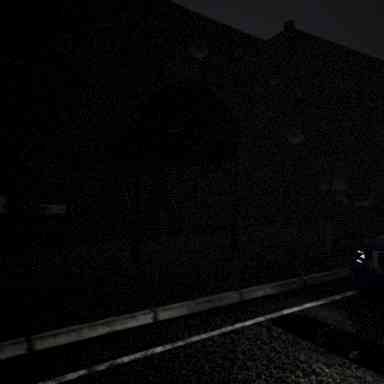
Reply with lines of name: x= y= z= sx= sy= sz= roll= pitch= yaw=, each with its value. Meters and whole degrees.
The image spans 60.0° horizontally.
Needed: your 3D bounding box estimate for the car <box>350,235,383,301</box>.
car: x=5.811 y=1.245 z=7.156 sx=5.566 sy=2.045 sz=2.150 roll=0 pitch=0 yaw=-33
